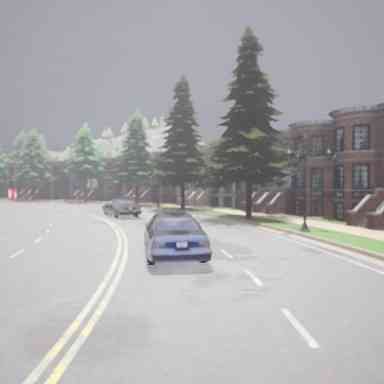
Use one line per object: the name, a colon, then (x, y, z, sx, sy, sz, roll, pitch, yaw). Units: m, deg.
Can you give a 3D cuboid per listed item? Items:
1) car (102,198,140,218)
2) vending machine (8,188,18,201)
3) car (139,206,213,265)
car: (-5.538, 1.204, 25.871, 2.033, 1.411, 5.357, 0, 1, -28)
vending machine: (-29.985, 0.458, 55.682, 0.880, 2.100, 1.100, 0, 1, 18)
car: (-0.654, 1.398, 11.196, 2.033, 1.411, 5.357, 0, 1, -9)
